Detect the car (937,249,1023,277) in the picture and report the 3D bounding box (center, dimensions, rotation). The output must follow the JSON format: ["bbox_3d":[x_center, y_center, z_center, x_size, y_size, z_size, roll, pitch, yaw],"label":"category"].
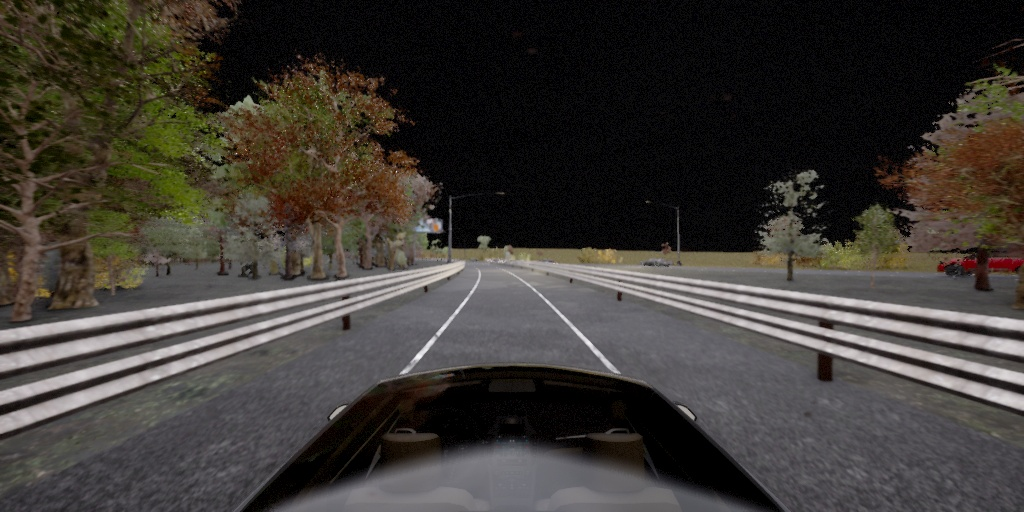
[{"bbox_3d":[35.849,0.514,26.578,2.150,2.045,5.566,0,0,-26],"label":"car"}]

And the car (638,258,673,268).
[{"bbox_3d":[22.108,1.025,55.430,2.033,1.411,5.357,0,0,-25],"label":"car"}]
